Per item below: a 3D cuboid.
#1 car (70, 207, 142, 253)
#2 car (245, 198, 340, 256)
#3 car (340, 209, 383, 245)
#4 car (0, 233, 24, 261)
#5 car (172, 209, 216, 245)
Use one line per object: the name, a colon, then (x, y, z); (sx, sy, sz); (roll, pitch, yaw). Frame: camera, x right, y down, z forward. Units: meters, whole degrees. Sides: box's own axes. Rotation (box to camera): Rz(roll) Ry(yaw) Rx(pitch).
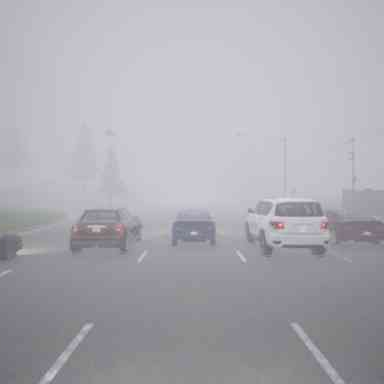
car: (-3.420, 1.394, 14.053); (2.097, 1.767, 4.553); (0, 0, 0)
car: (3.584, 1.261, 13.412); (2.150, 2.045, 5.566); (0, 0, 0)
car: (7.085, 1.526, 15.911); (1.882, 1.535, 5.008); (0, 0, 0)
car: (-6.935, 1.576, 9.426); (2.033, 1.411, 5.357); (0, 0, 0)
car: (0.084, 1.526, 15.918); (1.882, 1.535, 5.008); (0, 0, 0)
